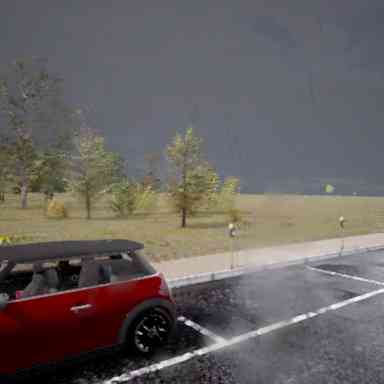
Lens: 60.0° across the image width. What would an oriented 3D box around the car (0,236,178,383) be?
[{"bbox_3d":[-2.284,1.446,4.458,4.097,1.590,1.967,1,0,-36],"label":"car"}]
